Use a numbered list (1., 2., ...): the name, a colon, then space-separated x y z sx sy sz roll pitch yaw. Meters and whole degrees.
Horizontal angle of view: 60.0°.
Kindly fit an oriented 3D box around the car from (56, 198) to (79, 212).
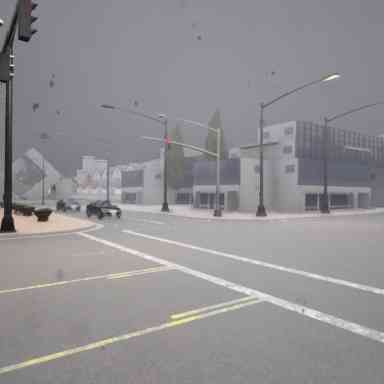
1. car: -14.233 1.496 38.219 2.128 1.511 4.902 1 0 -35

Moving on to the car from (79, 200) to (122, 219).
1. car: -7.743 1.501 28.912 2.128 1.511 4.902 1 0 -35
